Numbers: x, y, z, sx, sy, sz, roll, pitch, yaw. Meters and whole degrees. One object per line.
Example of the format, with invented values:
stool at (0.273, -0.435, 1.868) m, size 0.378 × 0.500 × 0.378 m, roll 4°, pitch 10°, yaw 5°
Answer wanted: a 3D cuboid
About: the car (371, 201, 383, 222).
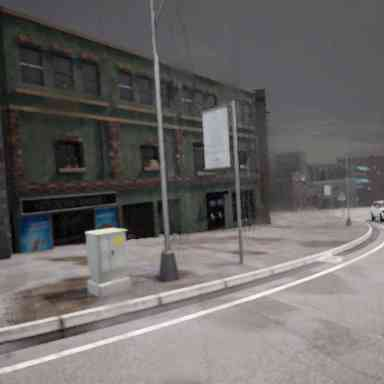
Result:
car at (19.635, 1.887, 33.437) m, size 2.150 × 2.045 × 5.566 m, roll -3°, pitch -3°, yaw 16°
